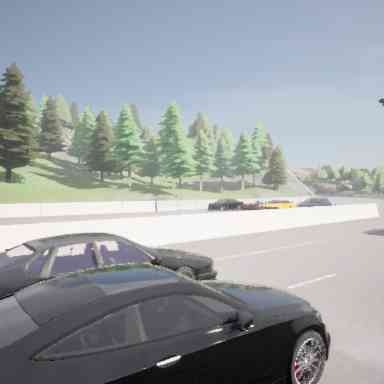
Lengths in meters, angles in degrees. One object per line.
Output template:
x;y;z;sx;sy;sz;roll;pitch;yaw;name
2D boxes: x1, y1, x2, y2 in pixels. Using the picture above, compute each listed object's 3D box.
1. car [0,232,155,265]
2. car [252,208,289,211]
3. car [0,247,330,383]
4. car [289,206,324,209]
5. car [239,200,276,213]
-2.027;1.547;6.680;5.357;1.411;2.033;0;0;-37;car
8.770;1.476;34.416;5.008;1.535;1.882;0;0;-44;car
-0.478;1.526;3.519;4.674;1.442;1.812;0;0;-36;car
11.886;1.350;32.579;4.553;1.767;2.097;0;0;-45;car
7.566;1.599;38.127;4.718;1.301;1.895;0;0;-45;car
